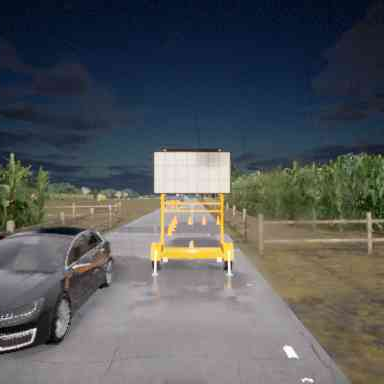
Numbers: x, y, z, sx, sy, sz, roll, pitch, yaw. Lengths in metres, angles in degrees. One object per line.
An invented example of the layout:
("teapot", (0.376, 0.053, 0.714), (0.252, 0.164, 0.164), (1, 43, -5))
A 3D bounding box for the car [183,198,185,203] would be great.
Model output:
("car", (-2.708, 1.734, 75.319), (1.837, 1.490, 4.892), (0, 0, 0))

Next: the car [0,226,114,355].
("car", (-2.847, 1.505, 6.470), (1.837, 1.490, 4.892), (0, 0, 0))

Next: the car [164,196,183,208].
("car", (-2.819, 1.440, 48.482), (2.097, 1.767, 4.553), (0, 0, 0))

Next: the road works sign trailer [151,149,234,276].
("road works sign trailer", (0.007, 0.465, 10.347), (2.380, 3.560, 2.880), (0, 0, 0))
